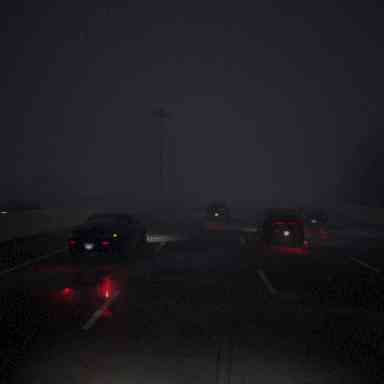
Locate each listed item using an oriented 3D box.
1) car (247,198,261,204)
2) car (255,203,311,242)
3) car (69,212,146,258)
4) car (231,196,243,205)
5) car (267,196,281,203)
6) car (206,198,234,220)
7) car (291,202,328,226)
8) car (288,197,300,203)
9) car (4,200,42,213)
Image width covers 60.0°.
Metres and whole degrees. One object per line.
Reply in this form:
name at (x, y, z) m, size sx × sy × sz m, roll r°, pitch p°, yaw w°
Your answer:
car at (11.897, 1.749, 63.775) m, size 1.895 × 1.301 × 4.718 m, roll 1°, pitch 0°, yaw 22°
car at (4.379, 1.560, 16.947) m, size 1.837 × 1.490 × 4.892 m, roll 0°, pitch 0°, yaw 6°
car at (-3.010, 1.485, 12.555) m, size 1.812 × 1.442 × 4.674 m, roll 0°, pitch 0°, yaw 4°
car at (8.474, 1.610, 64.023) m, size 1.837 × 1.490 × 4.892 m, roll 0°, pitch 0°, yaw 22°
car at (15.657, 1.549, 63.068) m, size 2.097 × 1.767 × 4.553 m, roll 1°, pitch 0°, yaw 22°
car at (2.325, 1.532, 28.301) m, size 1.837 × 1.490 × 4.892 m, roll 0°, pitch 0°, yaw 10°
car at (8.620, 1.710, 24.736) m, size 1.895 × 1.301 × 4.718 m, roll 1°, pitch 0°, yaw 9°
car at (19.163, 1.720, 62.510) m, size 1.882 × 1.535 × 5.008 m, roll 0°, pitch 0°, yaw 23°
car at (-12.587, 1.327, 23.684) m, size 2.128 × 1.511 × 4.902 m, roll 1°, pitch 0°, yaw 7°
